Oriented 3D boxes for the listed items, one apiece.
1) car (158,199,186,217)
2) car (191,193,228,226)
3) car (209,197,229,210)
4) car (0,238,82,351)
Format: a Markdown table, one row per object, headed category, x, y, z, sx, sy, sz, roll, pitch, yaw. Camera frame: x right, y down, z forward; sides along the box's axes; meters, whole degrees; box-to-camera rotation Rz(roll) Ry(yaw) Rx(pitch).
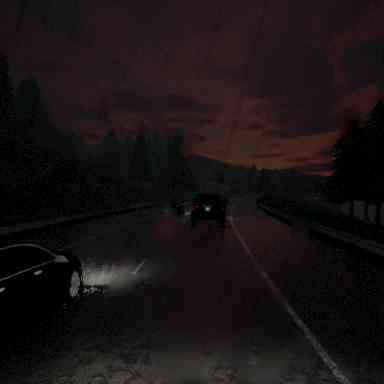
| category | x | y | z | sx | sy | sz | roll | pitch | yaw |
| --- | --- | --- | --- | --- | --- | --- | --- | --- | --- |
| car | -1.720 | 1.347 | 28.875 | 1.837 | 1.490 | 4.892 | 0 | 0 | 6 |
| car | 1.166 | 1.100 | 22.486 | 2.150 | 2.045 | 5.566 | 0 | 0 | 5 |
| car | 3.428 | 1.327 | 41.307 | 2.033 | 1.411 | 5.357 | 0 | 0 | 9 |
| car | -3.274 | 1.473 | 5.168 | 1.837 | 1.490 | 4.892 | 0 | 0 | 1 |
